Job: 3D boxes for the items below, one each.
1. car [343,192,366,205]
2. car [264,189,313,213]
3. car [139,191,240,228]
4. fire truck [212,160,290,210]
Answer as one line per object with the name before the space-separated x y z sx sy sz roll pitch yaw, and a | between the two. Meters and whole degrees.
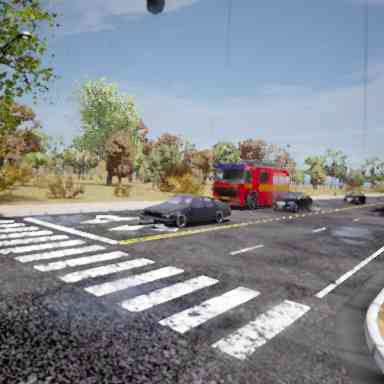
car | 20.497 0.744 41.776 2.128 1.511 4.902 5 3 39
car | 8.132 0.770 26.631 2.128 1.511 4.902 5 3 39
car | -0.088 0.846 16.489 2.033 1.411 5.357 5 3 39
fire truck | 5.185 -0.606 27.869 2.891 3.827 8.468 5 4 39
